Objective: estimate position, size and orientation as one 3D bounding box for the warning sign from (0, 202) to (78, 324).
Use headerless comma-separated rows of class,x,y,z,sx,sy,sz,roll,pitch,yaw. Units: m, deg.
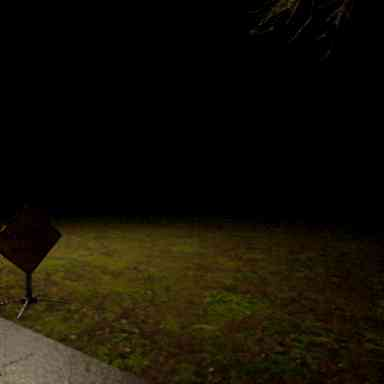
warning sign,-2.970,1.136,6.034,1.060,1.860,1.300,-1,0,36
